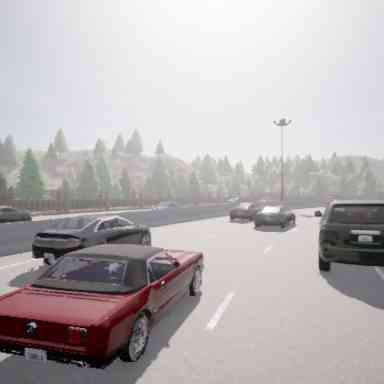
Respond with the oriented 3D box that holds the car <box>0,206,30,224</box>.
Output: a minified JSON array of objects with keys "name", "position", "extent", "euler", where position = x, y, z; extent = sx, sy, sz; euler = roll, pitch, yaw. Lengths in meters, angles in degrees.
[{"name":"car","position":[-11.573,1.543,18.921],"extent":[2.128,1.511,4.902],"euler":[0,0,23]}]

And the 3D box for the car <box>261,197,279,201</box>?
[{"name":"car","position":[12.207,1.608,54.049],"extent":[5.008,1.535,1.882],"euler":[0,0,-43]}]

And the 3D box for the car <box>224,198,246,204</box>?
[{"name":"car","position":[7.181,1.645,53.919],"extent":[2.128,1.511,4.902],"euler":[-1,-1,44]}]

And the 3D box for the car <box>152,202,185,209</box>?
[{"name":"car","position":[-2.248,1.598,29.994],"extent":[1.812,1.442,4.674],"euler":[0,0,30]}]

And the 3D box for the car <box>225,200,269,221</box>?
[{"name":"car","position":[4.711,1.609,27.615],"extent":[1.994,1.385,4.181],"euler":[0,0,31]}]

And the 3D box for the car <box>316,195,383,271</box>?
[{"name":"car","position":[5.191,1.232,10.598],"extent":[2.150,2.045,5.566],"euler":[0,0,21]}]

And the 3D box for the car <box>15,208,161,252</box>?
[{"name":"car","position":[-3.065,1.512,11.274],"extent":[2.128,1.511,4.902],"euler":[0,0,19]}]

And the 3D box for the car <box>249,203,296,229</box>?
[{"name":"car","position":[5.584,1.591,22.116],"extent":[1.994,1.385,4.181],"euler":[0,0,28]}]

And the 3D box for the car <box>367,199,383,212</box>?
[{"name":"car","position":[22.627,1.569,39.594],"extent":[4.181,1.385,1.994],"euler":[0,0,-45]}]

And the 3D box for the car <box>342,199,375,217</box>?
[{"name":"car","position":[16.088,1.491,32.027],"extent":[1.882,1.535,5.008],"euler":[0,0,38]}]

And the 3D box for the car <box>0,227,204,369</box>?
[{"name":"car","position":[-1.179,1.609,5.983],"extent":[1.895,1.301,4.718],"euler":[0,0,16]}]
